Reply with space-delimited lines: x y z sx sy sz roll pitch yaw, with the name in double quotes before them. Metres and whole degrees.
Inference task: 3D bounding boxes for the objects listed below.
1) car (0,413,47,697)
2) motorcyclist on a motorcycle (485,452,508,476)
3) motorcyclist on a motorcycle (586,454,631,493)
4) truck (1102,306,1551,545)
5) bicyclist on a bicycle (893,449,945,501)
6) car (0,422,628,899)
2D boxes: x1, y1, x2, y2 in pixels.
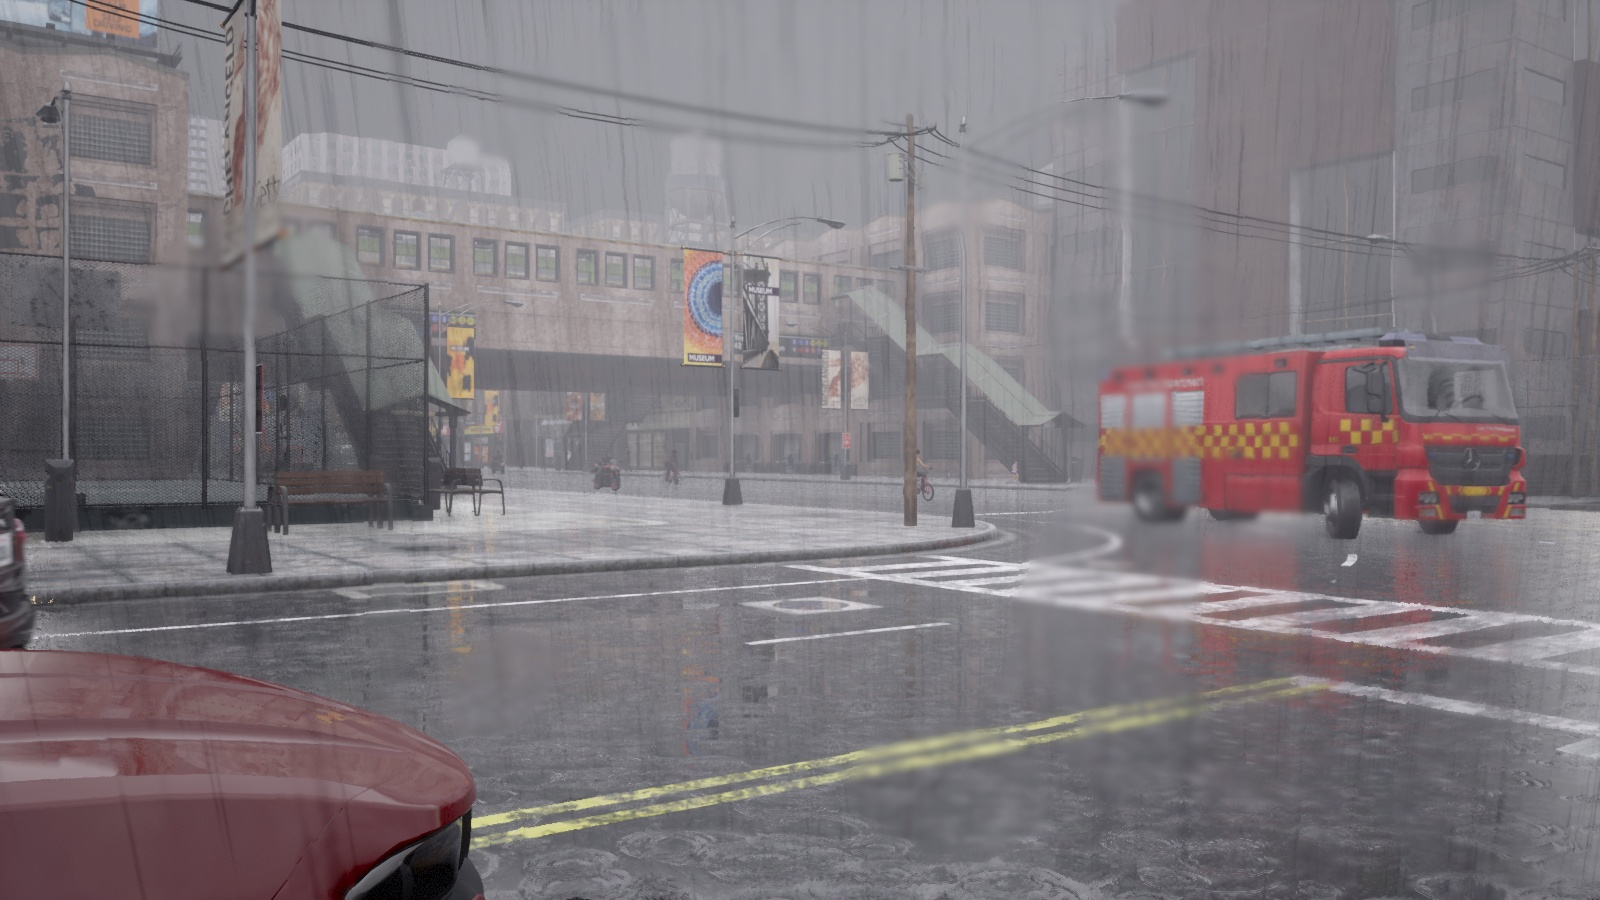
"car" -6.961 0.621 6.824 4.611 1.667 2.242 0 0 -21
"motorcyclist on a motorcycle" -21.356 0.956 88.301 0.766 1.649 2.350 0 0 -35
"motorcyclist on a motorcycle" -7.615 0.918 49.818 0.866 1.530 2.191 0 0 -35
"truck" 9.712 -0.381 24.564 2.891 3.827 8.468 0 0 -23
"bicyclist on a bicycle" 3.733 0.770 39.578 0.866 1.612 1.509 0 0 -35
"car" -2.898 0.733 1.605 5.008 1.535 1.882 0 0 -36
